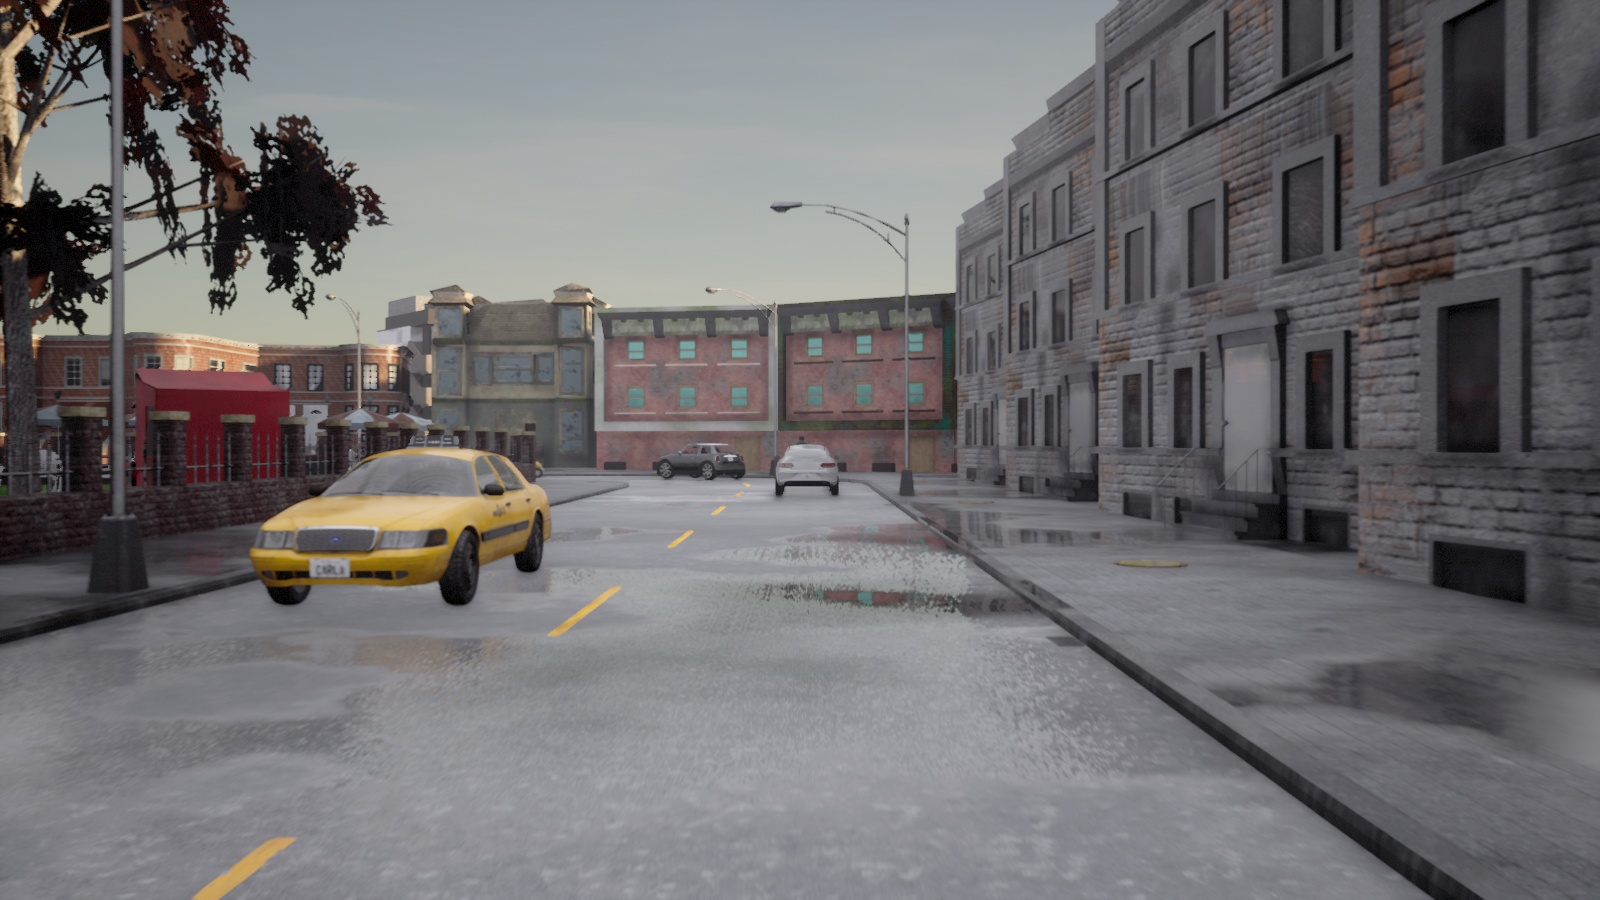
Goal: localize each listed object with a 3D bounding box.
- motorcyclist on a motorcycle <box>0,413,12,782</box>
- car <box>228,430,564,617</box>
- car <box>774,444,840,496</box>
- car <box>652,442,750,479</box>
[{"bbox_3d":[-3.961,0.668,4.513,0.766,1.649,2.350,0,0,0],"label":"motorcyclist on a motorcycle"},{"bbox_3d":[-3.916,0.607,13.276,1.801,1.575,5.366,0,0,0],"label":"car"},{"bbox_3d":[0.207,0.563,37.156,1.812,1.442,4.674,0,0,0],"label":"car"},{"bbox_3d":[-4.133,0.418,51.905,3.806,1.475,1.970,0,0,42],"label":"car"}]
